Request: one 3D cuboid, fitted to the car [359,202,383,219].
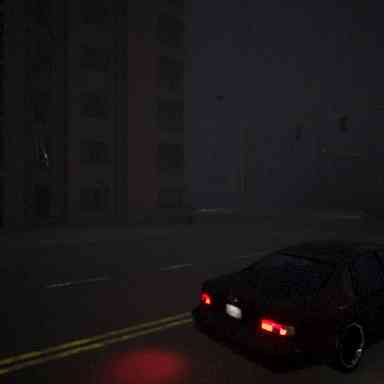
[{"bbox_3d":[15.394,1.476,26.264,1.882,1.535,5.008,1,0,-9],"label":"car"}]

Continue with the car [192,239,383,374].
[{"bbox_3d":[2.580,1.547,5.634,5.357,1.411,2.033,0,0,-35],"label":"car"}]

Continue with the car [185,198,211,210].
[{"bbox_3d":[0.648,1.526,44.276,1.812,1.442,4.674,0,0,-35],"label":"car"}]
